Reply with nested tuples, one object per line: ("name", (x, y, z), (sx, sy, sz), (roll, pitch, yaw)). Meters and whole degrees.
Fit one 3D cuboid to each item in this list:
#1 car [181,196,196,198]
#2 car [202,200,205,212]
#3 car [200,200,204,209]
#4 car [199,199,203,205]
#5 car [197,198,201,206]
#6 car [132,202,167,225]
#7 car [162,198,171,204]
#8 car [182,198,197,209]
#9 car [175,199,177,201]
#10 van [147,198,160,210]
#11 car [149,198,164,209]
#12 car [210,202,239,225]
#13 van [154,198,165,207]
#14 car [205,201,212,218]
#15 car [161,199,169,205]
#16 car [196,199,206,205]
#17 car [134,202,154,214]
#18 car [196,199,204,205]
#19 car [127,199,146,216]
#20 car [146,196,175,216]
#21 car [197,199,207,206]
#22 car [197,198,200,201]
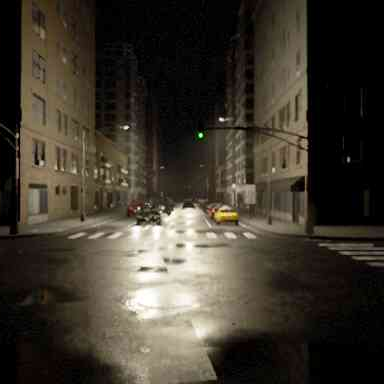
("car", (-0.702, 2.168, 65.942), (2.128, 1.511, 4.902), (0, -1, -1))
("car", (2.524, 1.945, 37.465), (2.008, 1.369, 4.403), (0, -1, -1))
("car", (2.453, 2.016, 42.990), (1.947, 1.339, 4.313), (0, -1, -1))
("car", (2.381, 2.051, 48.516), (1.887, 1.381, 4.507), (0, -1, -1))
("car", (2.309, 2.111, 54.040), (2.008, 1.369, 4.403), (0, -1, -1))
("car", (-3.284, 1.789, 26.764), (1.837, 1.490, 4.892), (0, -1, -1))
("car", (-6.646, 2.316, 87.082), (1.967, 1.590, 4.097), (0, -1, -1))
("car", (-0.573, 2.104, 55.908), (1.812, 1.442, 4.674), (0, -1, -1))
("car", (-3.541, 2.095, 47.408), (1.895, 1.301, 4.718), (0, -1, -1))
("van", (-6.216, 1.900, 53.932), (1.690, 1.788, 3.998), (0, -1, -1))
("car", (-6.288, 1.928, 59.458), (2.192, 1.841, 5.009), (0, -1, -1))
("car", (2.665, 1.808, 26.585), (1.752, 1.417, 4.829), (0, -1, -1))
("van", (-6.357, 2.007, 64.982), (1.690, 1.788, 3.998), (0, -1, -1))
("car", (2.595, 1.778, 31.940), (1.967, 1.590, 4.097), (0, -1, -1))
("car", (-6.572, 2.347, 81.387), (1.752, 1.417, 4.829), (0, -1, -1))
("car", (2.022, 2.324, 76.141), (2.008, 1.369, 4.403), (0, -1, -1))
("car", (-6.072, 2.000, 42.881), (2.008, 1.369, 4.403), (0, -1, -1))
("car", (1.951, 2.407, 81.666), (1.802, 1.307, 4.206), (0, -1, -1))
("car", (-6.001, 1.708, 37.357), (2.192, 1.841, 5.009), (0, -1, -1))
("car", (-3.415, 1.615, 37.398), (2.150, 2.045, 5.566), (0, -1, 0))
("car", (2.094, 2.271, 70.616), (2.008, 1.369, 4.403), (0, -1, -1))
("car", (2.238, 2.196, 59.565), (1.802, 1.307, 4.206), (0, -1, -1))
